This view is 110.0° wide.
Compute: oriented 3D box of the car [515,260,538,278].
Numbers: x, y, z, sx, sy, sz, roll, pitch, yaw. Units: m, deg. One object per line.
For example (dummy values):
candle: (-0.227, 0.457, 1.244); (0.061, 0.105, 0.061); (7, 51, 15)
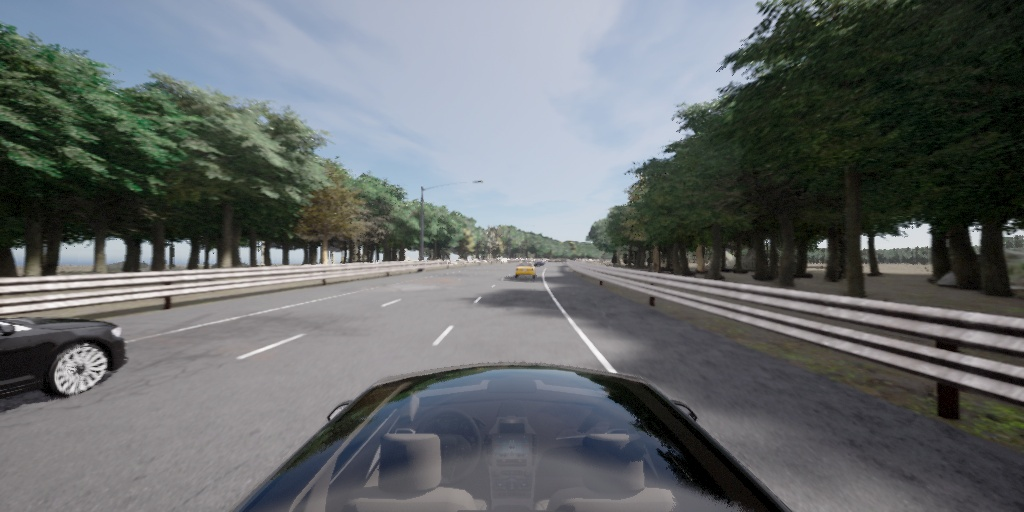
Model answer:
car: (1.314, 1.200, 34.124); (1.801, 1.575, 5.366); (0, 0, 4)

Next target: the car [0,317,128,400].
car: (-6.970, 1.199, 3.574); (2.128, 1.511, 4.902); (0, 0, 1)
